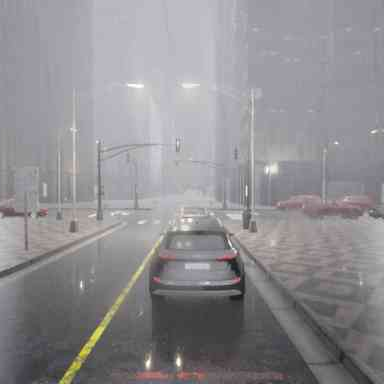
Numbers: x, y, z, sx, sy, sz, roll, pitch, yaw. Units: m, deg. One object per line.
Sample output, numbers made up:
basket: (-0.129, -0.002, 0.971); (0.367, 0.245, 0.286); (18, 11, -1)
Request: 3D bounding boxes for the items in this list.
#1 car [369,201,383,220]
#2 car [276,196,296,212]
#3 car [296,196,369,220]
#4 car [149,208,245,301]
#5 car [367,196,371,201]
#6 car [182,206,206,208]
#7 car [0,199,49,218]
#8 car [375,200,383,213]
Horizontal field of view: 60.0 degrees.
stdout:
car: (17.798, 1.740, 29.129); (4.313, 1.339, 1.947); (0, 1, 0)
car: (12.150, 1.322, 37.639); (5.009, 1.841, 2.192); (0, 1, 0)
car: (12.156, 1.461, 29.115); (5.009, 1.841, 2.192); (0, 1, 0)
car: (0.118, 1.428, 8.334); (2.033, 1.649, 4.856); (0, 0, 0)
car: (17.794, 1.351, 37.650); (5.009, 1.841, 2.192); (0, 1, 0)
car: (0.116, 1.506, 17.420); (1.837, 1.490, 4.892); (0, 0, 0)
car: (-14.886, 1.565, 29.068); (4.507, 1.381, 1.887); (0, 1, 0)
car: (23.435, 1.631, 37.663); (4.313, 1.339, 1.947); (0, 1, 0)
